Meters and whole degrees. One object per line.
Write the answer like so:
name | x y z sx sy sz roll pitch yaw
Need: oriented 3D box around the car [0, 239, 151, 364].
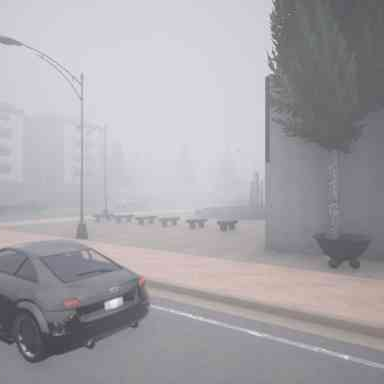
car | -2.747 1.564 5.920 4.181 1.385 1.994 0 0 35

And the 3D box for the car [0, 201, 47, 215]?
car | -17.651 1.601 34.352 1.895 1.301 4.718 0 0 33

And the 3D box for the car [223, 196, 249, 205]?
car | 7.514 1.393 56.765 4.553 1.767 2.097 0 0 -21

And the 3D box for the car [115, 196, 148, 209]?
car | -8.386 1.352 46.381 4.553 1.767 2.097 0 0 -43
